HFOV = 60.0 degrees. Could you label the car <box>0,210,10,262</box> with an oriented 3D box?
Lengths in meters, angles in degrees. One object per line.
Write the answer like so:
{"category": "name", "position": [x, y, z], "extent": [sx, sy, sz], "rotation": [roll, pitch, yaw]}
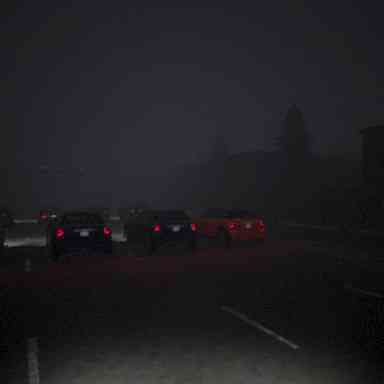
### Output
{"category": "car", "position": [-7.850, 1.631, 12.005], "extent": [1.837, 1.490, 4.892], "rotation": [0, 0, -26]}

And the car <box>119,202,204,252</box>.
{"category": "car", "position": [-1.563, 1.515, 15.083], "extent": [2.097, 1.767, 4.553], "rotation": [0, -1, -26]}

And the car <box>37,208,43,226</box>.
{"category": "car", "position": [-11.035, 1.822, 26.100], "extent": [2.033, 1.411, 5.357], "rotation": [0, -1, -26]}

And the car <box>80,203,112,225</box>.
{"category": "car", "position": [-8.339, 1.811, 28.557], "extent": [1.837, 1.490, 4.892], "rotation": [0, 0, -26]}

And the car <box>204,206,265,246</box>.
{"category": "car", "position": [1.565, 1.535, 16.655], "extent": [2.097, 1.767, 4.553], "rotation": [0, -1, -26]}

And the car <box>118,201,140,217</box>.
{"category": "car", "position": [-5.174, 1.674, 30.055], "extent": [2.097, 1.767, 4.553], "rotation": [0, -1, -26]}

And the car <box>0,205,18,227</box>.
{"category": "car", "position": [-14.598, 1.770, 25.424], "extent": [1.837, 1.490, 4.892], "rotation": [0, 0, -26]}

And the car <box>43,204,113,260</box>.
{"category": "car", "position": [-4.689, 1.495, 13.511], "extent": [2.097, 1.767, 4.553], "rotation": [0, -1, -26]}
